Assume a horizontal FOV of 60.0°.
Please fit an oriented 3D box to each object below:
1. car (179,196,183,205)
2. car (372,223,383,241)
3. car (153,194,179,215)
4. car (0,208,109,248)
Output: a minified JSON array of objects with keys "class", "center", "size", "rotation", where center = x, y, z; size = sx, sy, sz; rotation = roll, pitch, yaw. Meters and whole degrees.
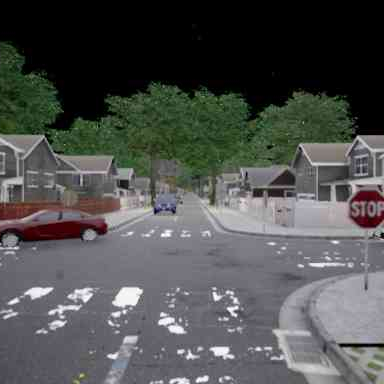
[{"class":"car","center":[-2.741,1.436,60.040],"size":[2.097,1.767,4.553],"rotation":[0,0,0]},{"class":"car","center":[10.163,1.488,13.825],"size":[4.902,1.511,2.128],"rotation":[0,0,0]},{"class":"car","center":[-2.751,1.257,34.876],"size":[2.150,2.045,5.566],"rotation":[0,0,-1]},{"class":"car","center":[-6.313,1.484,14.909],"size":[5.008,1.535,1.882],"rotation":[0,0,-31]}]
